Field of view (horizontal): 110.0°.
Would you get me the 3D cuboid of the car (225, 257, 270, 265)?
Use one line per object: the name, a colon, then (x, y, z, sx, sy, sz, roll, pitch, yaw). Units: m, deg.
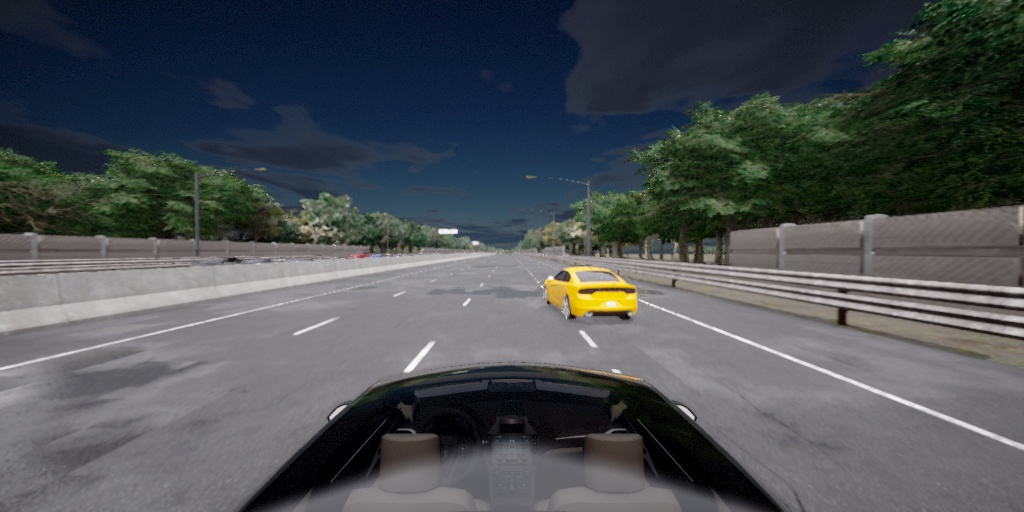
car: (-21.093, 0.918, 29.984, 1.994, 1.385, 4.181, 0, 1, 0)

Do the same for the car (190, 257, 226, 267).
car: (-24.590, 0.858, 30.249, 1.837, 1.490, 4.892, 0, 0, 0)

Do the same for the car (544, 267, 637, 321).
car: (2.358, 1.099, 11.964, 1.882, 1.535, 5.008, 0, 1, -6)

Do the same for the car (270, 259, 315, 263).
car: (-17.592, 0.918, 29.962, 1.994, 1.385, 4.181, 0, 1, 0)
